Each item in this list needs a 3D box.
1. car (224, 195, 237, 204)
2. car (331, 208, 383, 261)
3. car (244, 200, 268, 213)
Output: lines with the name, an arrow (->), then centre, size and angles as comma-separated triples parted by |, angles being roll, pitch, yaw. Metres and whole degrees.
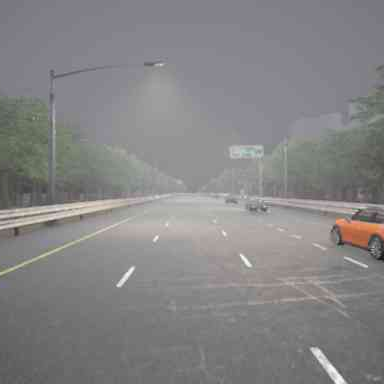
car -> 7.206, 1.326, 62.437 | 2.097, 1.767, 4.553 | 0, 0, 0
car -> 7.008, 1.353, 12.434 | 2.097, 1.767, 4.553 | 0, 0, 0
car -> 7.074, 1.599, 37.250 | 1.895, 1.301, 4.718 | 0, 0, 0
